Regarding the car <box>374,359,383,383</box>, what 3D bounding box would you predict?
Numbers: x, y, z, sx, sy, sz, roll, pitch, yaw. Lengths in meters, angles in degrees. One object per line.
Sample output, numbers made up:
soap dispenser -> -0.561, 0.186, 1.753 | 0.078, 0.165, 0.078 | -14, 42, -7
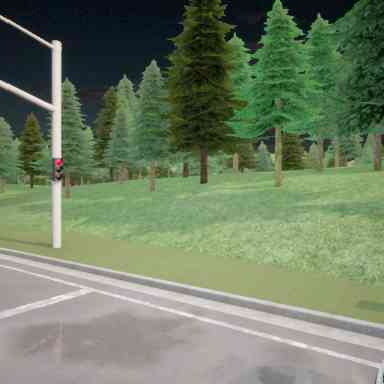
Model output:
car -> 3.388, 1.352, 1.571 | 4.553, 1.767, 2.097 | 0, 0, 36
